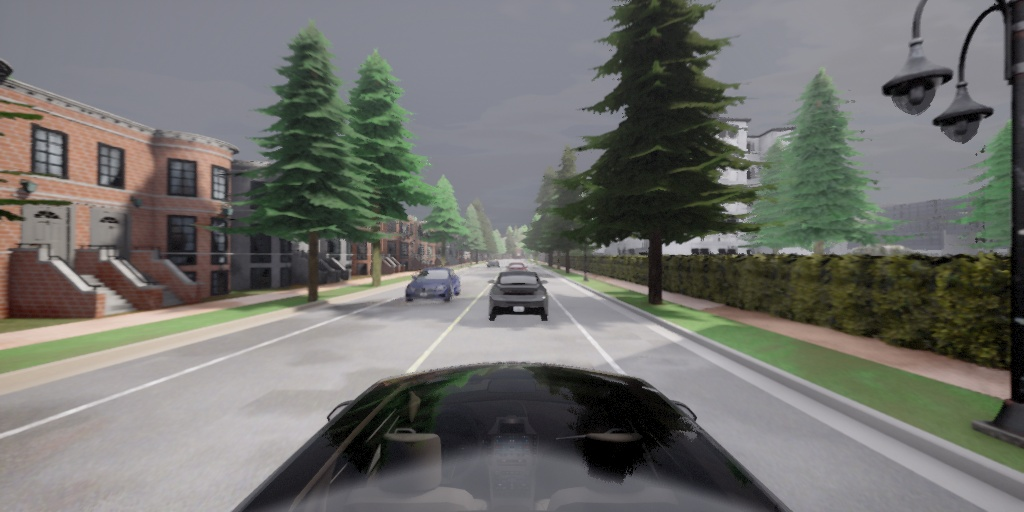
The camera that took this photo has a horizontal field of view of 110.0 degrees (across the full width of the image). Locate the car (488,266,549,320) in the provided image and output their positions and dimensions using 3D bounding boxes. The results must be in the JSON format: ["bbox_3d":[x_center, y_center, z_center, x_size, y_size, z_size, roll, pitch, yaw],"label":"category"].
[{"bbox_3d":[0.210,1.253,12.572,1.837,1.490,4.892,0,0,0],"label":"car"}]

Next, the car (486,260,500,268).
[{"bbox_3d":[-2.985,1.291,57.965,1.994,1.385,4.181,0,0,1],"label":"car"}]

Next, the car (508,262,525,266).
[{"bbox_3d":[0.386,1.271,30.778,1.812,1.442,4.674,0,0,1],"label":"car"}]

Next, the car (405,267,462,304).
[{"bbox_3d":[-3.463,1.261,16.508,1.812,1.442,4.674,0,0,1],"label":"car"}]
